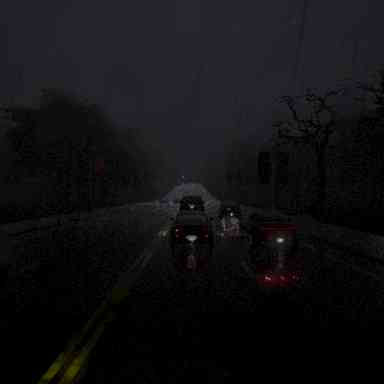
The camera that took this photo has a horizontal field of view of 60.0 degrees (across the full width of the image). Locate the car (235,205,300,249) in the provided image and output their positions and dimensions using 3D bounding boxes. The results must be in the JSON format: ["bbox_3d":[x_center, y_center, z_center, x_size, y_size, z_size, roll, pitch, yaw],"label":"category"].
[{"bbox_3d":[3.250,1.531,14.660,1.837,1.490,4.892,0,0,0],"label":"car"}]

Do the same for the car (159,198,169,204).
[{"bbox_3d":[-6.499,2.100,76.758,1.895,1.301,4.718,0,-1,0],"label":"car"}]

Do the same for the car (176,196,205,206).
[{"bbox_3d":[0.000,1.330,29.699,2.150,2.045,5.566,0,0,0],"label":"car"}]

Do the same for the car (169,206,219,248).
[{"bbox_3d":[0.000,1.548,14.660,1.812,1.442,4.674,0,0,0],"label":"car"}]

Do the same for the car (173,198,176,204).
[{"bbox_3d":[-3.249,2.058,76.789,1.994,1.385,4.181,0,-1,0],"label":"car"}]

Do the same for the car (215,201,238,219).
[{"bbox_3d":[3.250,1.589,29.670,1.837,1.490,4.892,0,0,0],"label":"car"}]
